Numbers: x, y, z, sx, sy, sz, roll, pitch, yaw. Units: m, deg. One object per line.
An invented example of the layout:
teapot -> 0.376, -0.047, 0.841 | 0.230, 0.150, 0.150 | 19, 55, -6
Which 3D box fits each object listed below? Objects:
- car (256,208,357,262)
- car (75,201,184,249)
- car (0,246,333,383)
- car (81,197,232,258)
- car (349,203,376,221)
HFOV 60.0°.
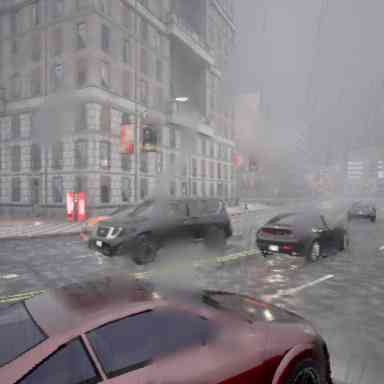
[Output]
car -> 4.176, 1.498, 12.151 | 1.837, 1.490, 4.892 | 1, 0, 42
car -> -2.717, 1.340, 15.286 | 2.097, 1.767, 4.553 | 0, 0, 44
car -> -0.542, 1.561, 3.151 | 4.181, 1.385, 1.994 | 0, 0, -36
car -> -0.861, 1.212, 12.095 | 5.566, 2.045, 2.150 | 0, 0, -44
car -> 13.920, 1.552, 27.268 | 1.994, 1.385, 4.181 | 0, 0, 29
